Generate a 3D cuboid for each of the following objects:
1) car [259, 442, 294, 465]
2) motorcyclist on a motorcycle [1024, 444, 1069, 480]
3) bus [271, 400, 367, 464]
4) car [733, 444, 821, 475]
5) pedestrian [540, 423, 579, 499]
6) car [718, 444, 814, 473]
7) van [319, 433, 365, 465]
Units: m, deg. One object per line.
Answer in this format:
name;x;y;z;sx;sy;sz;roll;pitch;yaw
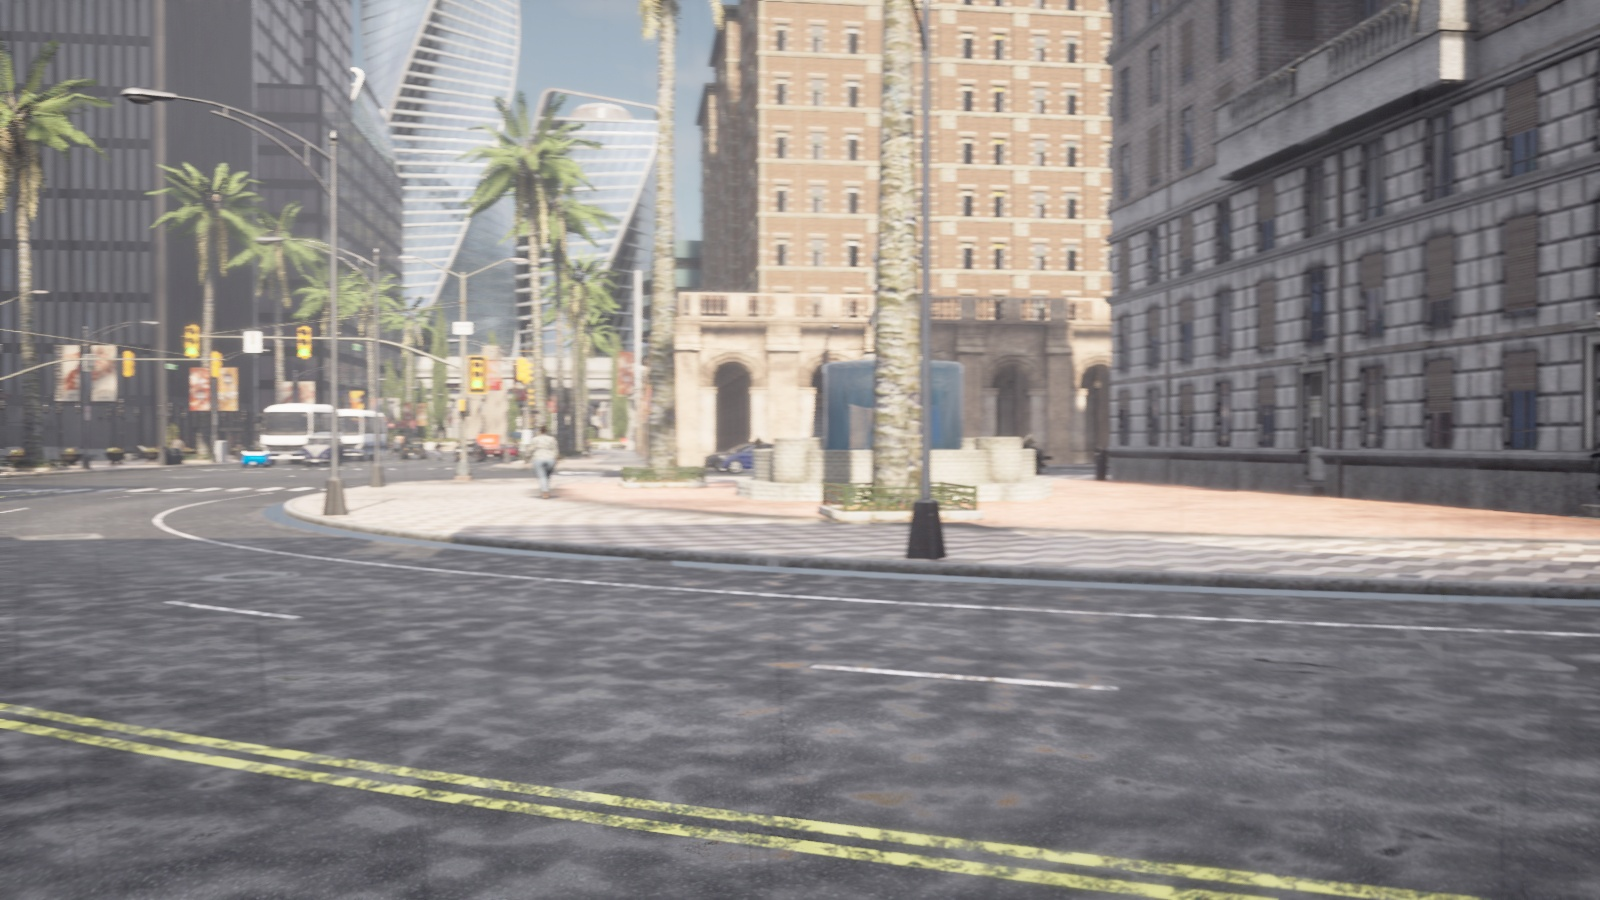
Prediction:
car;-32.777;0.216;78.708;1.481;1.376;2.207;0;0;-6
motorcyclist on a motorcycle;11.065;0.521;56.400;1.817;1.590;0.866;0;0;-7
bus;-33.983;-1.285;89.190;3.944;4.253;10.273;0;1;-7
car;-1.167;0.471;61.984;4.193;1.474;1.816;0;0;-6
pedestrian;-5.947;0.268;31.035;0.874;1.855;0.900;0;0;-15
car;-1.796;0.438;65.451;4.892;1.490;1.837;0;0;-7
van;-29.528;-0.083;81.032;1.775;1.987;4.442;0;1;-7
